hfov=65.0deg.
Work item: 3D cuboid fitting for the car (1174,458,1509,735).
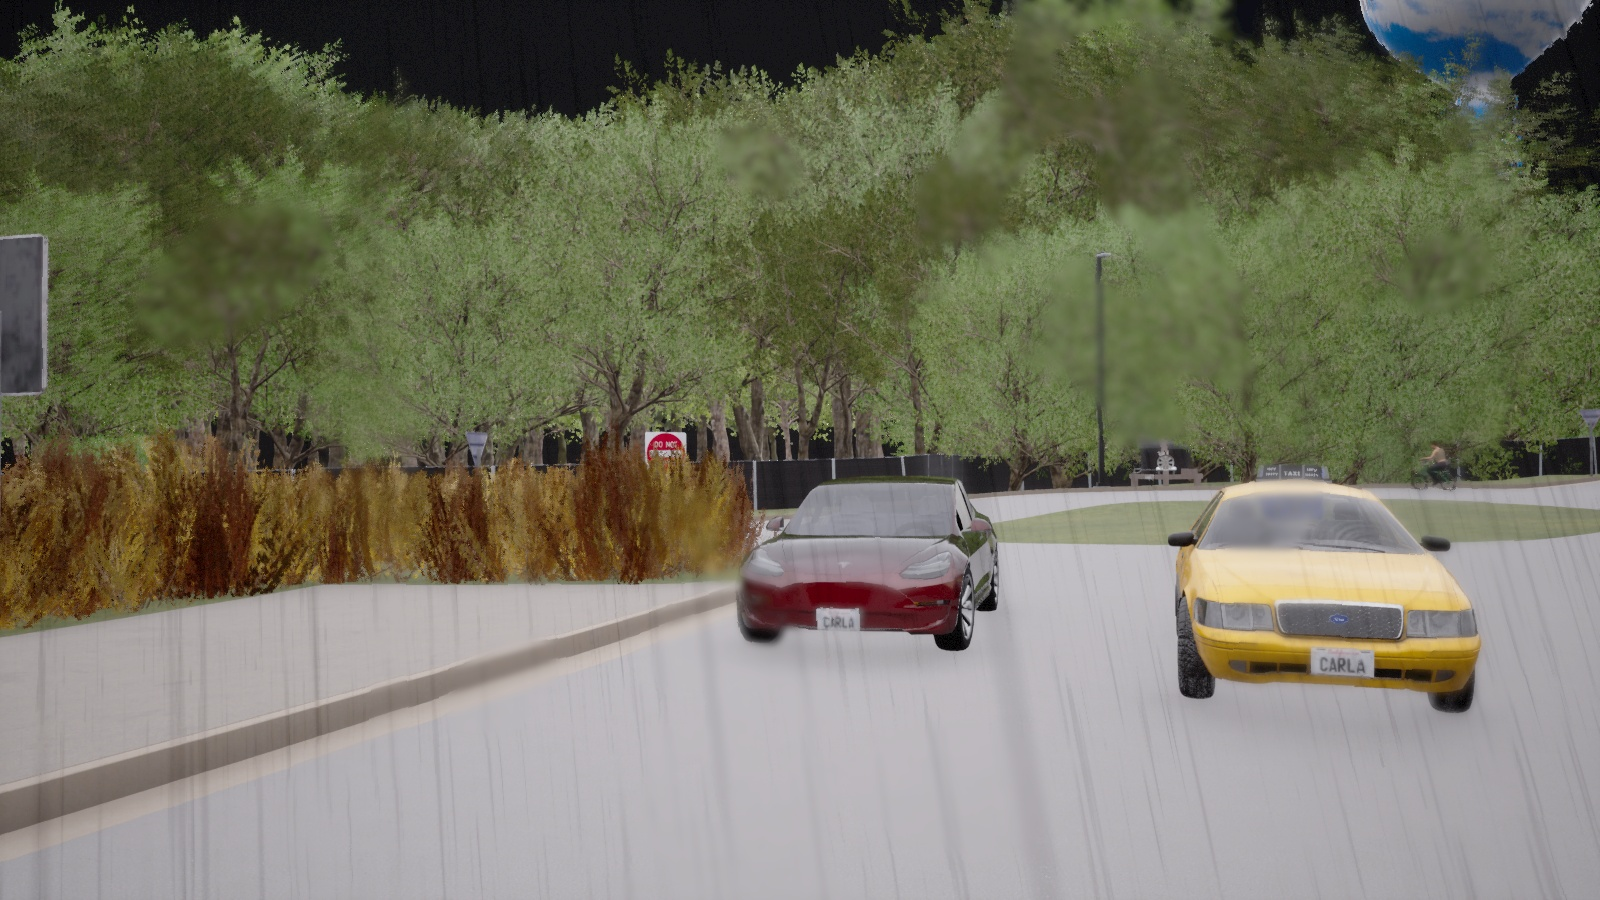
[{"bbox_3d":[3.950,0.863,10.039,1.801,1.575,5.366,0,0,16],"label":"car"}]

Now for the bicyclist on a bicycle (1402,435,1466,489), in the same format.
[{"bbox_3d":[20.094,0.381,39.837,0.866,1.612,1.509,-4,1,-30],"label":"bicyclist on a bicycle"}]

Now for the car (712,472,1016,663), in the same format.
[{"bbox_3d":[0.887,0.986,12.515,2.163,1.488,4.792,-1,-1,13],"label":"car"}]
